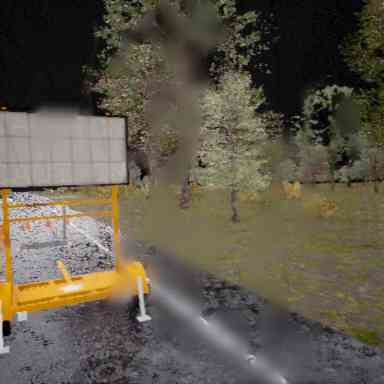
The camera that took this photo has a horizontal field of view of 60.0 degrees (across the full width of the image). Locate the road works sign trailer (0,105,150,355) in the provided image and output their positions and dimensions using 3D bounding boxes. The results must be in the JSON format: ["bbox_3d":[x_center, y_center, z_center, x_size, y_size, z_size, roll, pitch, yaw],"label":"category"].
[{"bbox_3d":[-2.357,0.313,6.094,2.380,3.560,2.880,-3,2,-27],"label":"road works sign trailer"}]

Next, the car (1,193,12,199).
[{"bbox_3d":[-38.118,0.670,68.407,1.895,1.301,4.718,-3,2,-27],"label":"car"}]
